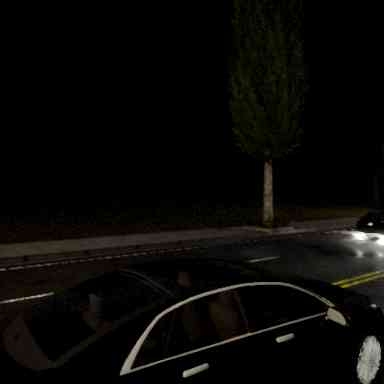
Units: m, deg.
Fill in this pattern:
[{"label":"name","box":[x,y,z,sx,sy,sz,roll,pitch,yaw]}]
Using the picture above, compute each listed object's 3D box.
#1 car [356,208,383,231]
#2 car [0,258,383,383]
[{"label":"car","box":[11.754,1.663,20.072,4.181,1.385,1.994,0,0,-36]},{"label":"car","box":[0.288,1.516,3.644,4.892,1.490,1.837,0,0,-36]}]
